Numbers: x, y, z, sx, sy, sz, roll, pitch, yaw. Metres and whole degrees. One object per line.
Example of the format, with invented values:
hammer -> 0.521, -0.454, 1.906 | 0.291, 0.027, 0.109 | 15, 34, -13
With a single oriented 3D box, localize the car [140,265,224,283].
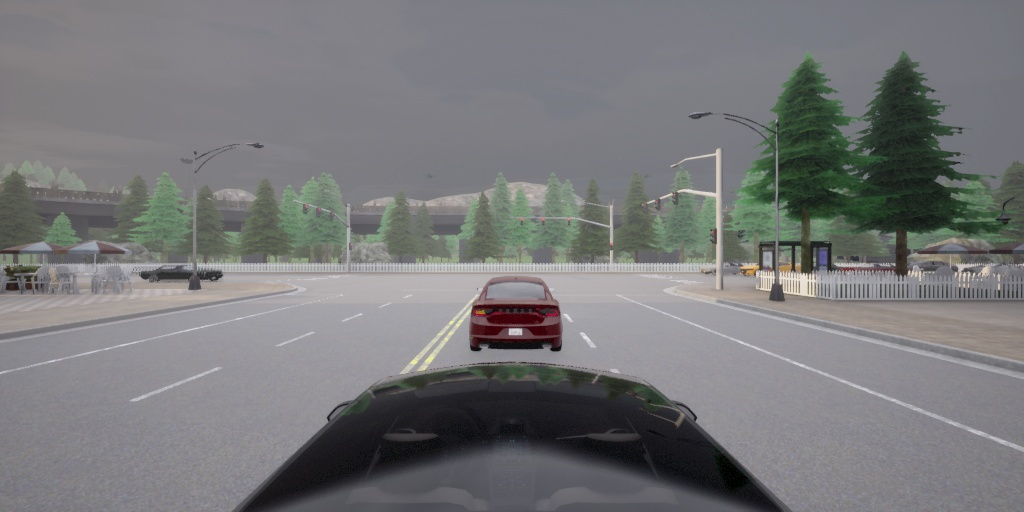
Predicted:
car -> -24.047, 1.295, 26.273 | 4.718, 1.301, 1.895 | 0, 0, 0

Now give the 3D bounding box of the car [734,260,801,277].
car -> 23.817, 1.172, 33.115 | 5.008, 1.535, 1.882 | 0, 0, 1

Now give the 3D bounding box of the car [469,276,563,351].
car -> 0.103, 1.228, 8.989 | 1.882, 1.535, 5.008 | 0, 0, 1

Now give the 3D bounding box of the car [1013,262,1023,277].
car -> 50.983, 1.242, 33.042 | 5.357, 1.411, 2.033 | 0, 0, 22

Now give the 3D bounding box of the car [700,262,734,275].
car -> 21.881, 1.295, 36.646 | 4.718, 1.301, 1.895 | 0, 0, 1

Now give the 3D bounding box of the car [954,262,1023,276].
car -> 43.003, 1.258, 31.776 | 4.181, 1.385, 1.994 | 0, 0, 14

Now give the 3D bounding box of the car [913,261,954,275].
car -> 40.969, 1.199, 35.696 | 4.892, 1.490, 1.837 | 0, 0, 10

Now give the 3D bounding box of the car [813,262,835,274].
car -> 31.050, 1.295, 36.498 | 4.718, 1.301, 1.895 | 0, 0, 2

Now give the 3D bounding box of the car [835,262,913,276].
car -> 33.121, 1.295, 32.923 | 4.718, 1.301, 1.895 | 0, 0, 2
